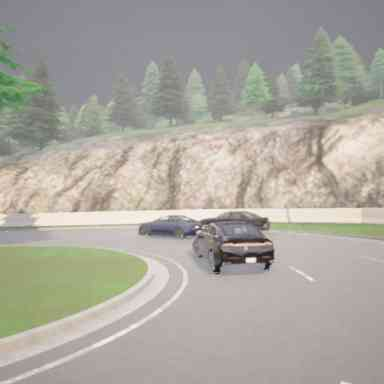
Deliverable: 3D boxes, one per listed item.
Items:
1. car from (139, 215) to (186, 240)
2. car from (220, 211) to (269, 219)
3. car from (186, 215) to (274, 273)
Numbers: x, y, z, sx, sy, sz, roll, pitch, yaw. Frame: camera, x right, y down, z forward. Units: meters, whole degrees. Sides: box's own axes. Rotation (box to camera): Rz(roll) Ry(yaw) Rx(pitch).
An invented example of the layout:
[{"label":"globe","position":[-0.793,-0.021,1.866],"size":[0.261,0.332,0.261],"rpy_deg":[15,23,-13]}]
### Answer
[{"label":"car","position":[-1.355,2.131,20.872],"size":[4.181,1.385,1.994],"rpy_deg":[-2,-2,34]},{"label":"car","position":[2.743,2.000,22.095],"size":[5.008,1.535,1.882],"rpy_deg":[-2,-3,44]},{"label":"car","position":[1.286,1.778,11.781],"size":[2.128,1.511,4.902],"rpy_deg":[0,-2,-9]}]
